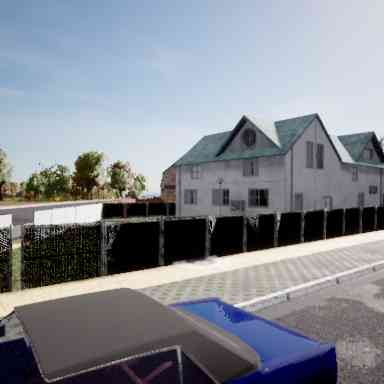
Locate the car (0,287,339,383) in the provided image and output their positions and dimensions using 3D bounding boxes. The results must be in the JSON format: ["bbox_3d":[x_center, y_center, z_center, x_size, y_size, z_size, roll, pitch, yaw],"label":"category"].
[{"bbox_3d":[-1.072,1.601,2.463,4.718,1.301,1.895,0,0,-34],"label":"car"}]
